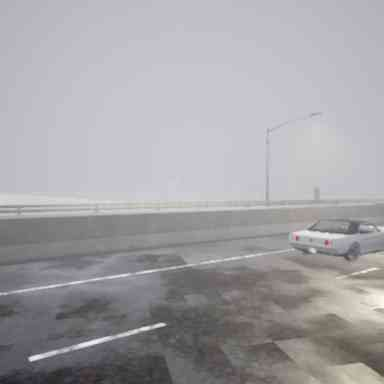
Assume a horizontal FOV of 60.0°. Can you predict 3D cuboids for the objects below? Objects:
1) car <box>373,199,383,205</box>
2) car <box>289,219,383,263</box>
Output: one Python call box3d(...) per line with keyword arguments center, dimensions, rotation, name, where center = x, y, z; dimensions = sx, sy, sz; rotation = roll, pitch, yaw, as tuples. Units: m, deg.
box3d(center=(28.638, 1.710, 49.165), dimensions=(4.181, 1.385, 1.994), rotation=(0, 0, -33), name="car")
box3d(center=(5.782, 1.625, 12.152), dimensions=(4.718, 1.301, 1.895), rotation=(0, 0, -35), name="car")
